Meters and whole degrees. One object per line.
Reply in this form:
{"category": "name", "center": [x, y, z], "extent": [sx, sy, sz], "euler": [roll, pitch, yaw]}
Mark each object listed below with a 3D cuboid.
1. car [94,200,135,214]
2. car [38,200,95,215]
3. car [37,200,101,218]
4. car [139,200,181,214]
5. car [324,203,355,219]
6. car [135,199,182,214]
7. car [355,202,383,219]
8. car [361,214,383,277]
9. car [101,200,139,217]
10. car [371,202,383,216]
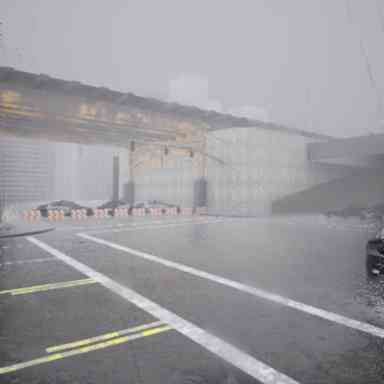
{"category": "car", "center": [-7.601, 1.415, 33.100], "extent": [1.853, 1.218, 4.536], "euler": [0, 0, 18]}
{"category": "car", "center": [-11.414, 1.371, 30.373], "extent": [4.536, 1.218, 1.853], "euler": [0, 0, 8]}
{"category": "car", "center": [-11.363, 1.529, 30.365], "extent": [4.974, 1.542, 2.038], "euler": [0, 0, 8]}
{"category": "car", "center": [-3.758, 1.464, 36.803], "extent": [4.536, 1.218, 1.853], "euler": [0, 0, -7]}
{"category": "car", "center": [15.341, 1.839, 33.004], "extent": [5.357, 1.411, 2.033], "euler": [1, 0, -37]}
{"category": "car", "center": [-3.708, 1.621, 36.809], "extent": [4.974, 1.542, 2.038], "euler": [0, 0, -7]}
{"category": "car", "center": [16.901, 1.812, 29.797], "extent": [4.674, 1.442, 1.812], "euler": [1, 0, -37]}
{"category": "car", "center": [6.593, 1.583, 9.835], "extent": [1.882, 1.535, 5.008], "euler": [1, 0, 40]}
{"category": "car", "center": [-7.618, 1.572, 33.050], "extent": [2.038, 1.542, 4.974], "euler": [0, 0, 18]}
{"category": "car", "center": [22.930, 1.884, 38.696], "extent": [4.892, 1.490, 1.837], "euler": [1, 0, -37]}
